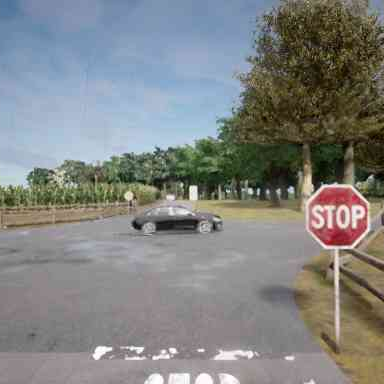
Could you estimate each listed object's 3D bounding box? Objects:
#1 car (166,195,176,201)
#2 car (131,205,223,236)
[{"bbox_3d":[-4.784,1.298,74.985,1.812,1.442,4.674,0,0,0],"label":"car"},{"bbox_3d":[-0.833,1.483,17.928,4.902,1.511,2.128,-2,0,0],"label":"car"}]
